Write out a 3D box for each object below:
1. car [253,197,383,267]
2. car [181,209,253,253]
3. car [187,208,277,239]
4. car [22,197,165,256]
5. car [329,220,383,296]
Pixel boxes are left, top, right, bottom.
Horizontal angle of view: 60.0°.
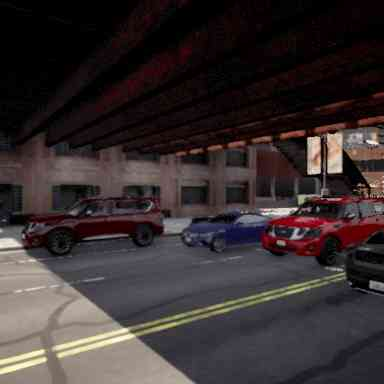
[{"bbox_3d":[4.999,1.217,11.801,5.566,2.045,2.150,0,0,-35],"label":"car"},{"bbox_3d":[1.763,1.522,13.790,4.674,1.442,1.812,0,0,-35],"label":"car"},{"bbox_3d":[2.227,1.590,17.852,4.718,1.301,1.895,0,0,-36],"label":"car"},{"bbox_3d":[-3.771,1.227,13.523,5.566,2.045,2.435,0,0,-36],"label":"car"},{"bbox_3d":[5.444,1.501,7.585,4.892,1.490,1.837,0,0,-35],"label":"car"}]
